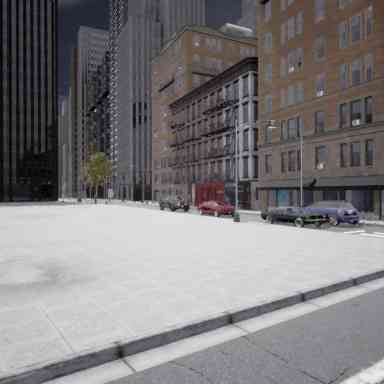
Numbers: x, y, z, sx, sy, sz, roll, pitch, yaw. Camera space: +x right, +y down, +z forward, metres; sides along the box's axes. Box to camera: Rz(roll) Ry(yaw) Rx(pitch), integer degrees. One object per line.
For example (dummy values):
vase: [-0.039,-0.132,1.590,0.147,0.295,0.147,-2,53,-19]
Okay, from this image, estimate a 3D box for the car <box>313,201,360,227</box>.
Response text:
car: [9.519,1.416,23.944,2.097,1.767,4.553,0,0,-28]

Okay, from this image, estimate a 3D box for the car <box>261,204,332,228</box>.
car: [6.953,1.676,23.092,1.895,1.301,4.718,0,0,-26]

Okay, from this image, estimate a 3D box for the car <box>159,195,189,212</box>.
car: [-2.360,1.412,42.017,2.150,2.045,5.566,0,0,-27]

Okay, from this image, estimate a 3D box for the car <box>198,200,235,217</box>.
car: [2.321,1.608,32.490,1.882,1.535,5.008,0,0,-26]
